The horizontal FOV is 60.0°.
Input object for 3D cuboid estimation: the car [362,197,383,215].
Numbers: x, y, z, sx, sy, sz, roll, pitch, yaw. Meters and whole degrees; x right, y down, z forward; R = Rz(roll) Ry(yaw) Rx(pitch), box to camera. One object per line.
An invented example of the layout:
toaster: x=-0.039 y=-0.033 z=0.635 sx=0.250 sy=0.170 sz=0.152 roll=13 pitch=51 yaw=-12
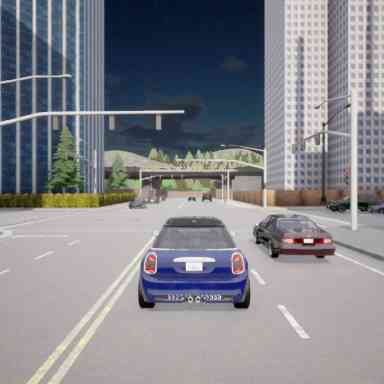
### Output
car: x=19.999 y=1.527 z=33.134 sx=4.674 sy=1.442 sz=1.812 roll=-1 pitch=0 yaw=0

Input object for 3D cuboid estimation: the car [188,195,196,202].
car: x=-0.040 y=1.501 z=77.749 sx=1.812 sy=1.442 sz=4.674 roll=0 pitch=0 yaw=0

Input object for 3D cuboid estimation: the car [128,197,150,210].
car: x=-7.115 y=1.505 z=43.632 sx=1.837 sy=1.490 sz=4.892 roll=0 pitch=0 yaw=0

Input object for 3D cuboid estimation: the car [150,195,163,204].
car: x=-7.094 y=1.491 z=61.550 sx=2.128 sy=1.511 sz=4.902 roll=0 pitch=0 yaw=0

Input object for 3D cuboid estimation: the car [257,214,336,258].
car: x=3.604 y=1.547 z=12.688 sx=2.033 sy=1.411 sz=5.357 roll=0 pitch=0 yaw=1

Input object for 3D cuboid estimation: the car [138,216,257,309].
car: x=0.055 y=1.352 z=8.059 sx=2.097 sy=1.767 sz=4.553 roll=0 pitch=0 yaw=0

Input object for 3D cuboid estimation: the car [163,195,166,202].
car: x=-7.039 y=1.512 z=76.512 sx=2.128 sy=1.511 sz=4.902 roll=0 pitch=0 yaw=0

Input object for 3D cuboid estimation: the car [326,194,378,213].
car: x=17.825 y=1.221 z=36.667 sx=5.566 sy=2.045 sz=2.150 roll=0 pitch=0 yaw=0

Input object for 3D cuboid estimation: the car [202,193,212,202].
car: x=3.460 y=1.202 z=77.780 sx=2.150 sy=2.045 sz=5.566 roll=0 pitch=0 yaw=0
